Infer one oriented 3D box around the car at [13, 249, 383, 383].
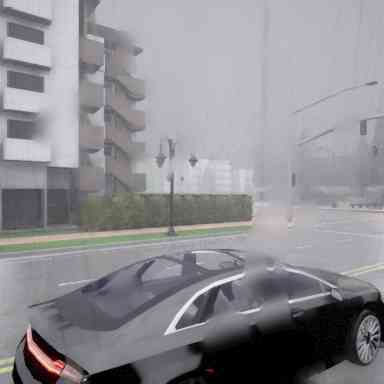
[{"bbox_3d":[0.551,1.492,4.150,4.902,1.511,2.128,0,0,-35],"label":"car"}]
